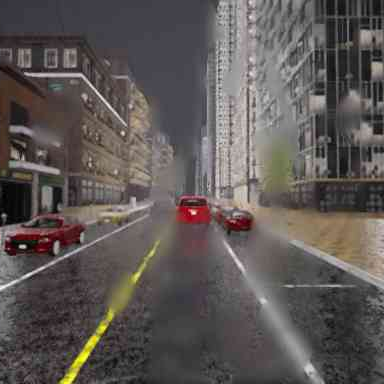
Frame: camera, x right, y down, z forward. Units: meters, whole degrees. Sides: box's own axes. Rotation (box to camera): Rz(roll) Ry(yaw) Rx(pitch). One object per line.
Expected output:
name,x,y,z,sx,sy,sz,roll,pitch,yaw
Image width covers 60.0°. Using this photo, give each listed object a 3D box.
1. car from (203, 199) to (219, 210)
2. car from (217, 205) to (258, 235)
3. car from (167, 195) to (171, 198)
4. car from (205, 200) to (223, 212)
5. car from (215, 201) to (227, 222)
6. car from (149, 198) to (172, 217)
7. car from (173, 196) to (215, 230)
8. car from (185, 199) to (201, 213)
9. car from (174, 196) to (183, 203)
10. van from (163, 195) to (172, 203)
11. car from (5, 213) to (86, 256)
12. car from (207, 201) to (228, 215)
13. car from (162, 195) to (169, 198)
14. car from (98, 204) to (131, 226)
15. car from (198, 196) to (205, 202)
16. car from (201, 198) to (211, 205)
car,2.675,1.730,47.464,1.887,1.381,4.507,1,0,0
car,2.673,1.655,18.974,1.802,1.307,4.206,1,0,0
car,-5.670,1.729,70.376,1.967,1.590,4.097,1,0,0
car,2.674,1.712,41.767,2.008,1.369,4.403,1,0,0
car,2.674,1.639,24.672,1.887,1.381,4.507,1,0,0
car,-3.094,1.633,33.343,1.837,1.490,4.892,0,0,0
car,0.099,1.306,21.844,2.150,2.045,5.566,0,0,0
car,0.102,1.663,41.132,1.837,1.490,4.892,0,-1,0
car,-2.996,1.735,74.477,1.837,1.490,4.892,0,0,0
van,-5.668,1.657,76.075,1.690,1.788,3.998,1,0,0
car,-5.674,1.596,13.402,1.887,1.381,4.507,1,0,0
car,2.674,1.683,36.070,1.887,1.381,4.507,1,0,0
car,-5.672,1.761,58.811,1.752,1.417,4.829,1,0,0
car,-5.673,1.620,24.627,1.752,1.417,4.829,1,0,0
car,2.678,1.842,93.049,1.967,1.590,4.097,1,0,0
car,2.675,1.807,64.558,1.887,1.381,4.507,1,0,0
